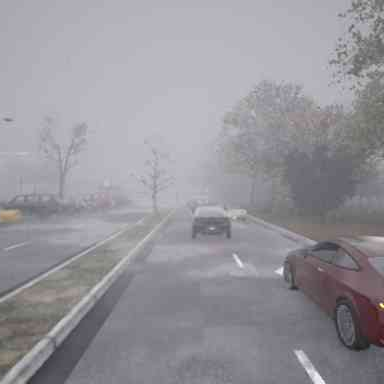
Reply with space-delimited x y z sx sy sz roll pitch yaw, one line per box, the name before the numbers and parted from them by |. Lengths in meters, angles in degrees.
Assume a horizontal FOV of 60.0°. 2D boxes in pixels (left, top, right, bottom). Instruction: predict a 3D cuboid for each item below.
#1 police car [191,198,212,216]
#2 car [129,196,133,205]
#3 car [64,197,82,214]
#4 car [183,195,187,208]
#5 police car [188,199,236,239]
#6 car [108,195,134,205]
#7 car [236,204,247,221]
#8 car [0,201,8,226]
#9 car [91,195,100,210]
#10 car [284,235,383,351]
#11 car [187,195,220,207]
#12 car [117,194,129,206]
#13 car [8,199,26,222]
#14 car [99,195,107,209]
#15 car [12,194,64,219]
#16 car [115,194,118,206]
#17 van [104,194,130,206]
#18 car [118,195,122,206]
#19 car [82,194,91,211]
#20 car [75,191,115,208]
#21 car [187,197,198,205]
police car | 0.893 1.423 33.386 1.930 1.638 5.238 0 0 0
car | -13.735 1.369 57.589 5.566 2.045 2.435 -1 -1 -20
car | -13.781 1.363 33.555 4.553 1.767 2.185 -1 0 -20
car | 0.000 1.639 51.231 2.033 1.411 5.357 0 0 0
police car | 0.896 1.401 17.375 1.930 1.638 5.238 0 0 0
car | -13.647 1.531 63.602 4.553 1.767 2.185 -1 0 -19
car | 3.094 1.580 26.470 1.895 1.301 4.718 0 0 0
car | -13.642 1.460 18.611 5.366 1.575 1.946 -1 0 -20
car | -13.815 1.517 39.550 4.892 1.521 2.231 -1 -1 -20
car | 3.099 1.521 6.053 1.812 1.442 4.674 0 0 0
car | 0.894 1.332 27.243 2.097 1.767 4.553 0 0 0
car | -13.807 1.351 54.553 5.566 2.045 2.435 -1 0 -20
car | -13.988 1.466 21.477 5.366 1.575 1.946 -1 0 -20
car | -13.832 1.561 42.534 4.792 1.488 2.163 -1 0 -20
car | -13.840 1.221 27.528 5.566 2.045 2.435 -1 0 -20
car | -13.974 1.566 48.488 5.366 1.575 1.946 -1 0 -20
van | -13.621 1.412 60.625 4.442 1.987 1.878 -1 -1 -19
car | -13.785 1.624 51.555 4.674 1.452 2.002 -1 0 -20
car | -13.843 1.376 36.541 4.553 1.767 2.185 -1 0 -20
car | -13.833 1.298 45.539 5.566 2.045 2.435 -1 0 -20
car | 0.169 1.729 66.384 2.033 1.411 5.357 0 0 1
